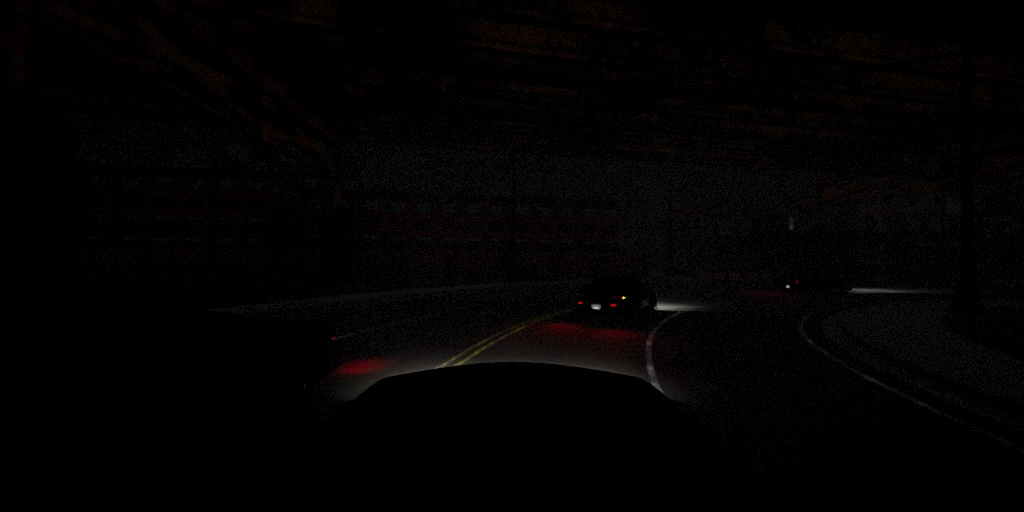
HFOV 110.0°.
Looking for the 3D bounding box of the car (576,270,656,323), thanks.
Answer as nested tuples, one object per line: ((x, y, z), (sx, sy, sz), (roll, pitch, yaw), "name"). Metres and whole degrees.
((3.740, 1.367, 12.671), (1.812, 1.442, 4.674), (0, 0, 32), "car")

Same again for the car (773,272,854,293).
((19.674, 1.681, 23.364), (4.718, 1.301, 1.895), (1, 0, -15), "car")

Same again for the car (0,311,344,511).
((-3.635, 1.260, 3.090), (2.033, 1.411, 5.357), (1, 0, 5), "car")
